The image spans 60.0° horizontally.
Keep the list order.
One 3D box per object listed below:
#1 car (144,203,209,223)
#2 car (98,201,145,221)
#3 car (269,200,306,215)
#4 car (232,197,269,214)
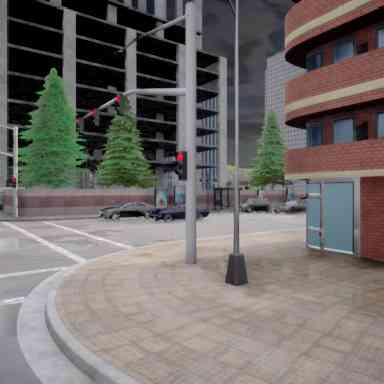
[{"bbox_3d":[-1.018,1.656,26.340,4.718,1.301,1.895,0,0,-35],"label":"car"},{"bbox_3d":[-5.279,1.547,27.618,4.902,1.511,2.128,0,0,-35],"label":"car"},{"bbox_3d":[10.485,1.581,34.444,4.674,1.442,1.812,0,0,-35],"label":"car"},{"bbox_3d":[6.518,1.407,35.941,4.553,1.767,2.097,0,0,-35],"label":"car"}]
